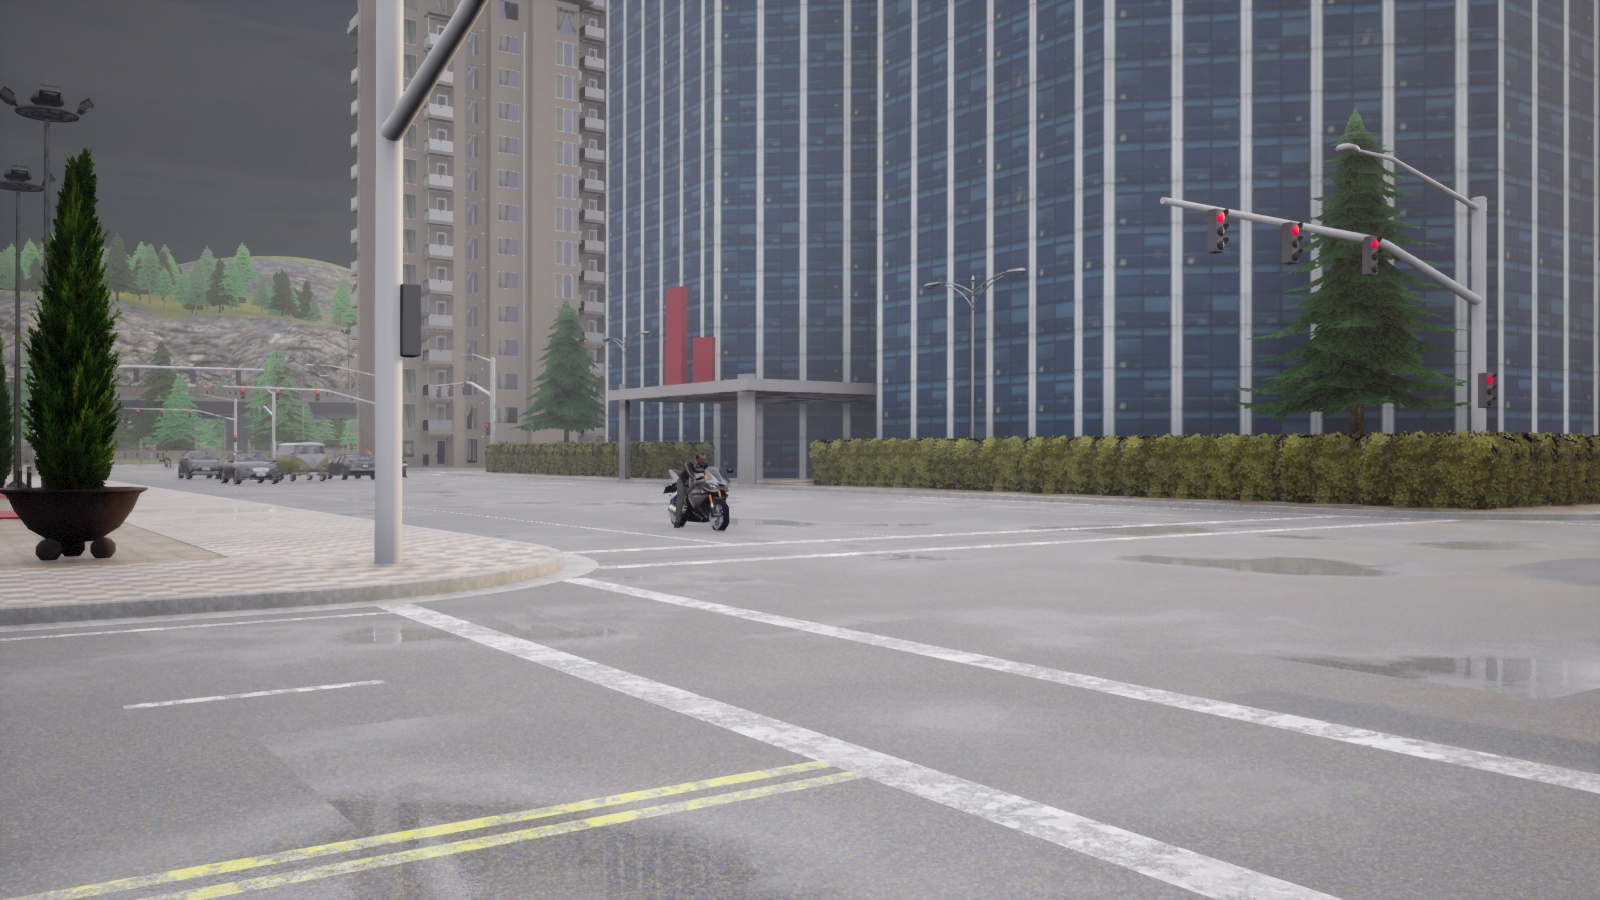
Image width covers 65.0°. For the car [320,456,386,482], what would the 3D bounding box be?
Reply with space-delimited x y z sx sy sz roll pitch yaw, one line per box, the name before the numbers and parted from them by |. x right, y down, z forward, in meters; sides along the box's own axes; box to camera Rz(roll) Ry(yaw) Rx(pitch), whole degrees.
car | -24.587 1.013 68.936 2.033 1.411 5.357 0 0 -35

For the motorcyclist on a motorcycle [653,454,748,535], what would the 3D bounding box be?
motorcyclist on a motorcycle | -1.993 0.845 24.775 0.866 1.530 2.191 0 0 -35

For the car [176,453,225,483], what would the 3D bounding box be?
car | -32.442 0.958 67.927 1.789 1.549 3.705 0 0 -35

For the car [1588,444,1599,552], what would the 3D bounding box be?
car | 14.348 0.696 17.590 5.366 1.575 1.801 0 0 6

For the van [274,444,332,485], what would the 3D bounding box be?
van | -25.328 0.708 63.915 1.775 1.987 4.442 0 0 -35

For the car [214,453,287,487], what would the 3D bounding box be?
car | -25.380 0.897 57.919 2.128 1.511 4.902 0 0 -35
